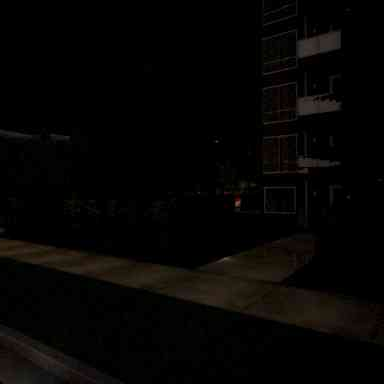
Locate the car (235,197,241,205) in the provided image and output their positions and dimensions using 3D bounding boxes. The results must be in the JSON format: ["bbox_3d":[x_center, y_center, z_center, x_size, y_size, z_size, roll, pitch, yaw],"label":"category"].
[{"bbox_3d":[9.336,1.472,58.051,1.882,1.535,5.008,0,0,36],"label":"car"}]
